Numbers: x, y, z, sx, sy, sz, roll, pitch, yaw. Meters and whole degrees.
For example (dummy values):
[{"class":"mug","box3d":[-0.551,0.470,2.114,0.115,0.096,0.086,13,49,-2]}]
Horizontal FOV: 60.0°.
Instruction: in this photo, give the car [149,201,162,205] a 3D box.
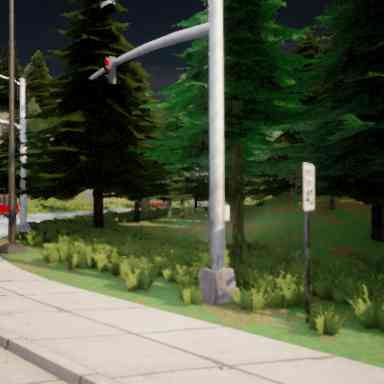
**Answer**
[{"class":"car","box3d":[-5.915,1.571,49.803,2.097,1.767,4.553,0,0,44]}]

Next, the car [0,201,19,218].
[{"class":"car","box3d":[-17.999,1.428,29.396,2.150,2.045,5.566,-1,0,16]}]
